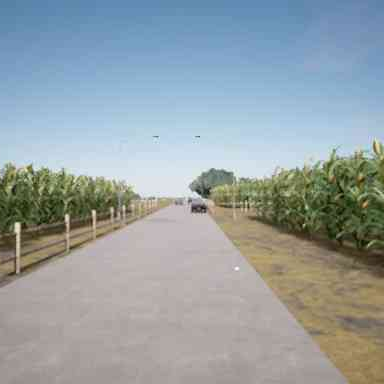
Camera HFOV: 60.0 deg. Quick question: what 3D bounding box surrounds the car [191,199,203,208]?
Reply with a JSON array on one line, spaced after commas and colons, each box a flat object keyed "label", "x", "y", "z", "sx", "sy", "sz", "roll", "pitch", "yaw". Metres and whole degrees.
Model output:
[{"label": "car", "x": 0.817, "y": 1.937, "z": 58.067, "sx": 1.882, "sy": 1.535, "sz": 5.008, "roll": 0, "pitch": -1, "yaw": 0}]

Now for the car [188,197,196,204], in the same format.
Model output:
[{"label": "car", "x": -0.011, "y": 2.042, "z": 77.478, "sx": 1.882, "sy": 1.535, "sz": 5.008, "roll": 0, "pitch": -1, "yaw": 0}]

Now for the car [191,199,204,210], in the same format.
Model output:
[{"label": "car", "x": 0.817, "y": 1.911, "z": 52.066, "sx": 1.837, "sy": 1.490, "sz": 4.892, "roll": 0, "pitch": 0, "yaw": 0}]

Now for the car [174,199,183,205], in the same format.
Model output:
[{"label": "car", "x": -2.761, "y": 2.123, "z": 71.008, "sx": 2.033, "sy": 1.411, "sz": 5.357, "roll": 0, "pitch": -1, "yaw": 0}]

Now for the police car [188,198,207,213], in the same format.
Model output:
[{"label": "police car", "x": 0.819, "y": 1.751, "z": 42.174, "sx": 1.930, "sy": 1.638, "sz": 5.238, "roll": 0, "pitch": 0, "yaw": 0}]
